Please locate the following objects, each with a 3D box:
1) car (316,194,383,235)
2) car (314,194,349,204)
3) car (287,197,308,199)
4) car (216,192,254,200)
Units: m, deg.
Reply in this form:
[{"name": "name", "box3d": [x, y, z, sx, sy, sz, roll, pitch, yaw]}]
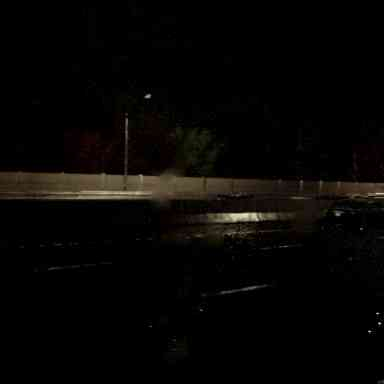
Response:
[{"name": "car", "box3d": [9.037, 1.137, 17.347, 4.553, 1.767, 2.097, 0, 1, -28]}, {"name": "car", "box3d": [19.707, 0.958, 46.894, 4.718, 1.301, 1.895, 0, 1, -28]}, {"name": "car", "box3d": [9.023, 1.130, 29.341, 4.718, 1.301, 1.895, 0, 1, -28]}, {"name": "car", "box3d": [5.068, 0.739, 39.107, 4.902, 1.511, 2.128, 1, 1, -28]}]
